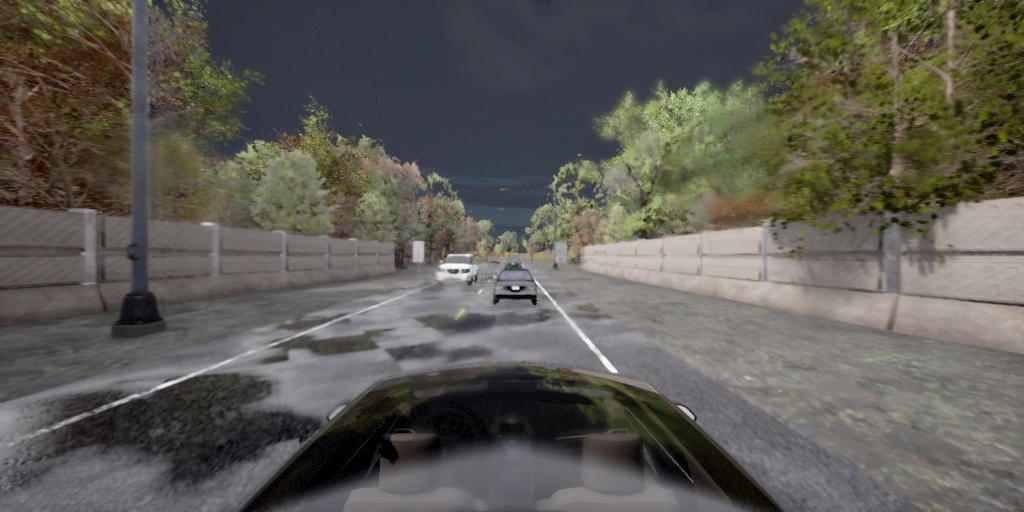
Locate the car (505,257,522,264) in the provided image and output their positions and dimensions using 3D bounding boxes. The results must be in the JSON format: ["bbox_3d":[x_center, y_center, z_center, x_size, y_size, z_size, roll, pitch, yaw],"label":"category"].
[{"bbox_3d":[0.137,0.918,44.992,2.097,1.767,4.553,0,0,1],"label":"car"}]

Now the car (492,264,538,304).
[{"bbox_3d":[0.131,1.243,16.015,2.033,1.411,5.357,0,0,0],"label":"car"}]

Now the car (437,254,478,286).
[{"bbox_3d":[-3.543,0.858,24.352,2.150,2.045,5.566,1,0,0],"label":"car"}]
